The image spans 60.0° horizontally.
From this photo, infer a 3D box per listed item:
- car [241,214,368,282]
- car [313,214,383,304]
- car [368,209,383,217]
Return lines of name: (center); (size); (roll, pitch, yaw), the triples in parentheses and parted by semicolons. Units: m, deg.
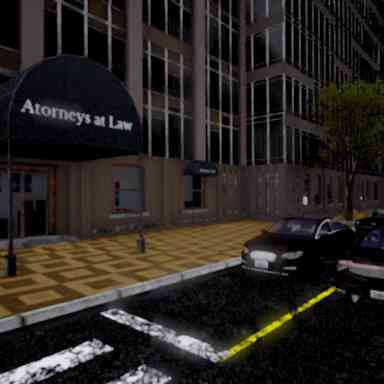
car: (3.347, 1.507, 10.012); (2.128, 1.511, 4.902); (-1, 0, 42)
car: (4.721, 1.483, 7.278); (2.128, 1.511, 4.902); (-1, 0, 42)
car: (10.225, 1.604, 17.662); (1.895, 1.301, 4.718); (-1, 0, 42)
